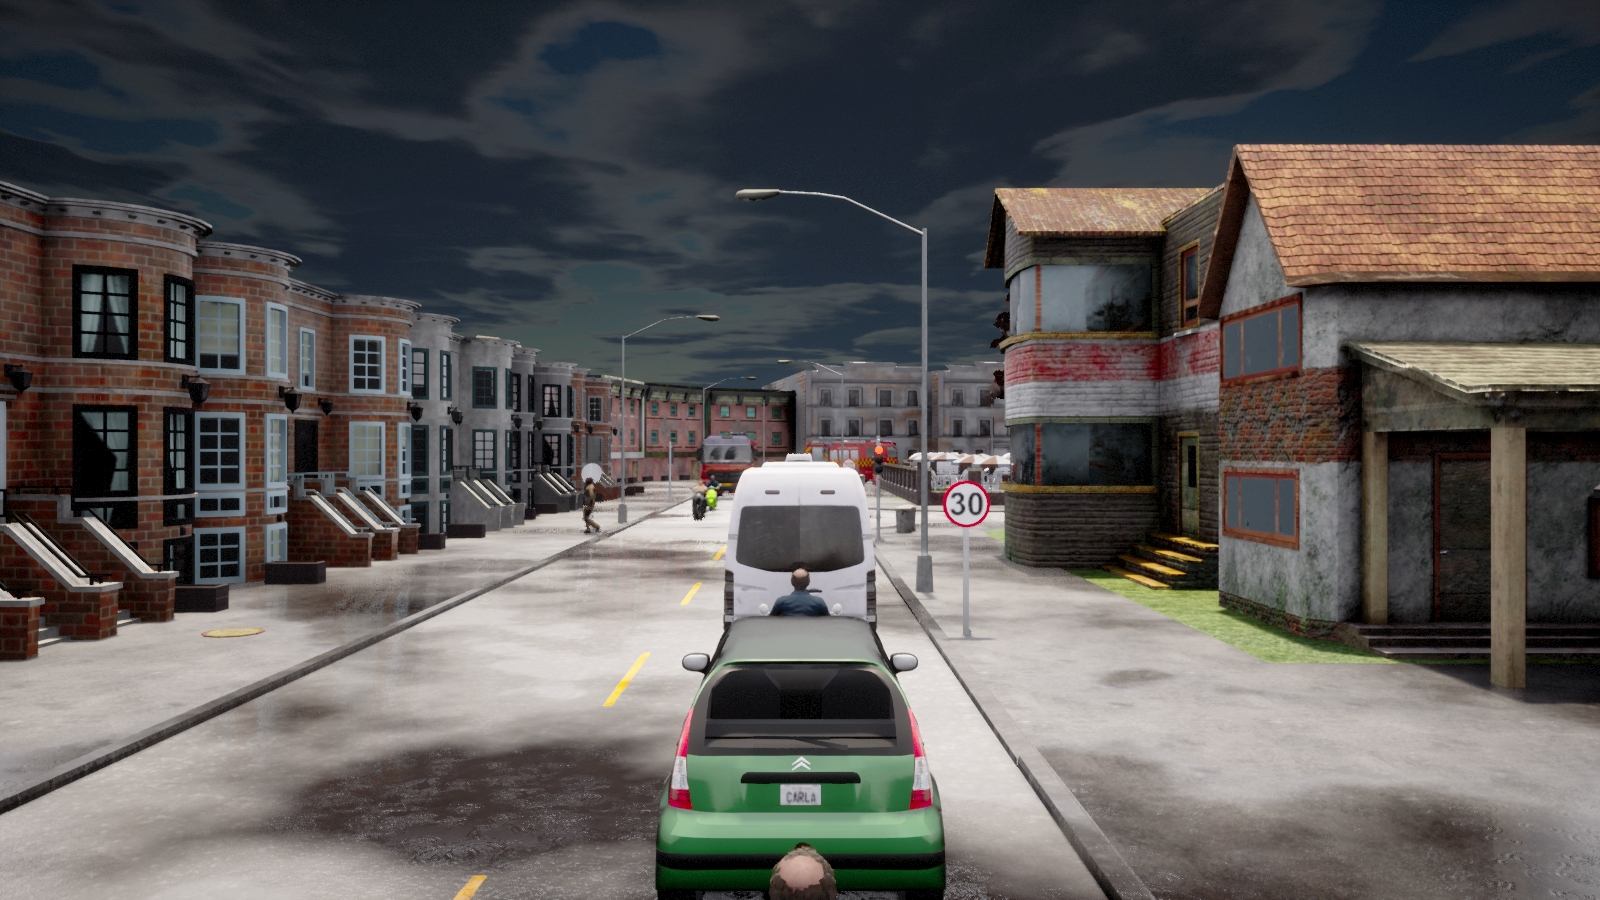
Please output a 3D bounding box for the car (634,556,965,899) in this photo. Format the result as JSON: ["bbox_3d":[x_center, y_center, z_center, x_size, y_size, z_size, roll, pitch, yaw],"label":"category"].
[{"bbox_3d":[-0.003,1.776,8.385,1.851,1.617,3.988,0,0,0],"label":"car"}]

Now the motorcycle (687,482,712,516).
[{"bbox_3d":[-4.003,1.932,45.675,0.764,1.277,2.356,0,0,0],"label":"motorcycle"}]

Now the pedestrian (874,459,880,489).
[{"bbox_3d":[4.758,1.499,70.493,0.375,1.860,0.375,0,0,0],"label":"pedestrian"}]

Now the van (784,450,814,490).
[{"bbox_3d":[-0.059,1.285,76.775,1.988,2.561,5.915,0,0,0],"label":"van"}]

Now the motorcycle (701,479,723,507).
[{"bbox_3d":[-4.006,1.942,52.212,0.856,1.236,1.805,0,0,0],"label":"motorcycle"}]

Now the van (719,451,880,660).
[{"bbox_3d":[-0.006,1.308,17.043,1.988,2.561,5.915,0,0,0],"label":"van"}]

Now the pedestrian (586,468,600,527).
[{"bbox_3d":[-6.557,1.512,36.252,0.375,1.860,0.375,0,0,1],"label":"pedestrian"}]

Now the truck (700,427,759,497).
[{"bbox_3d":[-4.025,0.645,66.668,2.891,3.827,8.468,0,0,0],"label":"truck"}]
